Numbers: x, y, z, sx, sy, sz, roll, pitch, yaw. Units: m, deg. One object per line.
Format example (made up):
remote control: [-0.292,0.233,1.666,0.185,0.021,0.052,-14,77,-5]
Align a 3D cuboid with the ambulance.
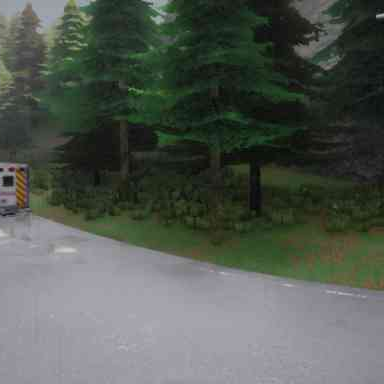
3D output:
ambulance: [-10.157,-0.195,15.781,6.366,2.431,2.351,7,8,41]
